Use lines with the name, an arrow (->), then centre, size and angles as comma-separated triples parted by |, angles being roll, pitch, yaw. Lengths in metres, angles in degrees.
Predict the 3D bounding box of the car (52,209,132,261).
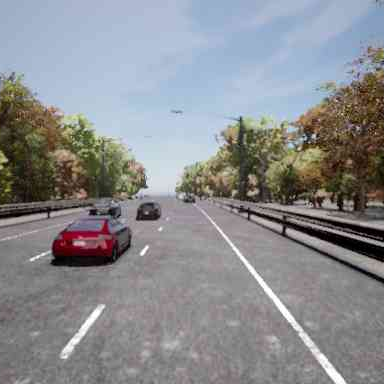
car -> -3.466, 1.548, 12.216 | 1.994, 1.385, 4.181 | 0, 0, 0

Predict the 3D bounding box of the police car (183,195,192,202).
police car -> -1.112, 1.513, 80.466 | 1.930, 1.638, 5.238 | 0, 0, -3

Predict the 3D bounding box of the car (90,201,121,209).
car -> -7.185, 1.472, 28.003 | 2.128, 1.511, 4.902 | 0, 0, -1

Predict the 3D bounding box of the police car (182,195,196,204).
police car -> -0.341, 1.458, 64.381 | 1.930, 1.638, 5.238 | 0, 0, -2

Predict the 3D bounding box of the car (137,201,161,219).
car -> -3.704, 1.506, 29.058 | 1.812, 1.442, 4.674 | 0, 0, -1
